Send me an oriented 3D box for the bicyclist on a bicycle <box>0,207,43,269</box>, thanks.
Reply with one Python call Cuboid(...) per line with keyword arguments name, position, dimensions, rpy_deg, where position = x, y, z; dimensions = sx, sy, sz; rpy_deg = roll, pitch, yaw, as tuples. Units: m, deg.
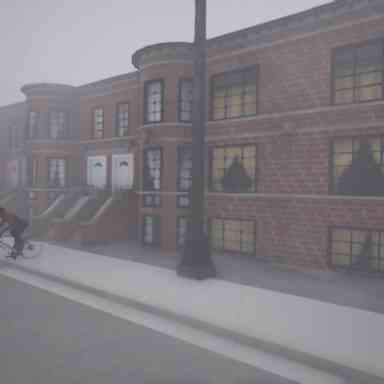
Cuboid(name="bicyclist on a bicycle", position=(-4.882, 1.189, 8.988), dimensions=(0.582, 1.620, 1.656), rpy_deg=(1, 10, 37))
